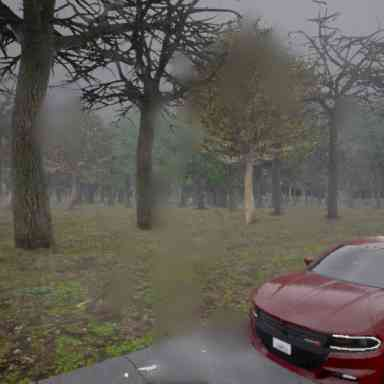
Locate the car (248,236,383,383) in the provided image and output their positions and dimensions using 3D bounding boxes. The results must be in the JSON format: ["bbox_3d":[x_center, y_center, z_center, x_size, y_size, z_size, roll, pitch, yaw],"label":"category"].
[{"bbox_3d":[3.058,1.483,5.238,5.008,1.535,1.882,0,0,-35],"label":"car"}]
